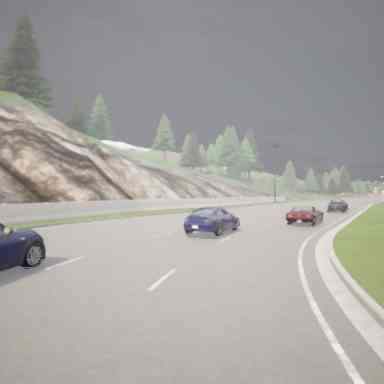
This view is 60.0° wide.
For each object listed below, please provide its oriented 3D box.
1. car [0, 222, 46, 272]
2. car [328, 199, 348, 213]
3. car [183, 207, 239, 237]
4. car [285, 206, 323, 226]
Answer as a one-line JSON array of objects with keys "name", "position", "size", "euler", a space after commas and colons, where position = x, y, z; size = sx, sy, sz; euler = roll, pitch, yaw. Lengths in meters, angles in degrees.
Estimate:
[{"name": "car", "position": [-5.735, 1.281, 8.283], "size": [2.097, 1.767, 4.553], "euler": [1, 0, 10]}, {"name": "car", "position": [17.528, 1.610, 39.920], "size": [2.128, 1.511, 4.902], "euler": [1, 0, 30]}, {"name": "car", "position": [1.111, 1.510, 17.952], "size": [1.812, 1.442, 4.674], "euler": [0, 0, 25]}, {"name": "car", "position": [8.215, 1.648, 23.973], "size": [1.895, 1.301, 4.718], "euler": [1, 0, 30]}]
